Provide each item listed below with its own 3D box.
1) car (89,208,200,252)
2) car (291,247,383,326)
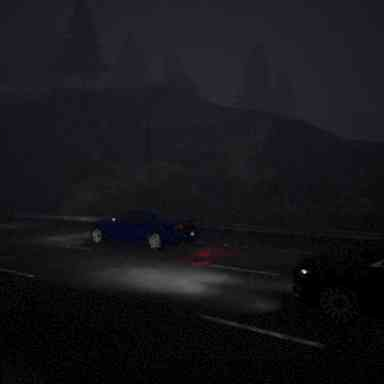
[{"bbox_3d":[-2.080,1.416,13.720,5.008,1.535,1.882,0,0,32],"label":"car"},{"bbox_3d":[4.118,1.424,5.296,4.902,1.511,2.128,0,0,36],"label":"car"}]
